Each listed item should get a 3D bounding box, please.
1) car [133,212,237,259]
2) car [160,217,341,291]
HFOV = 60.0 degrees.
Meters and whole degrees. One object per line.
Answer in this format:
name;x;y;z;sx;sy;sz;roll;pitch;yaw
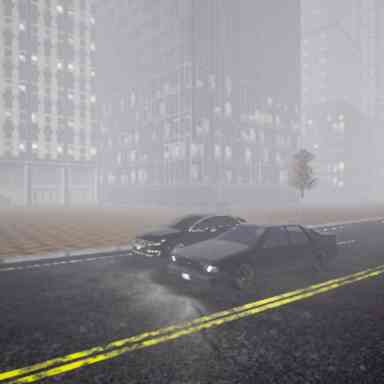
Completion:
car;0.246;1.508;12.001;4.892;1.490;1.837;0;0;-37
car;1.995;1.548;9.226;5.357;1.411;2.033;0;0;-37
